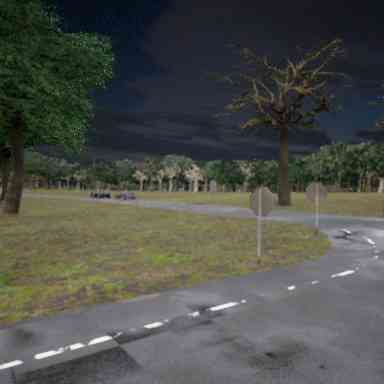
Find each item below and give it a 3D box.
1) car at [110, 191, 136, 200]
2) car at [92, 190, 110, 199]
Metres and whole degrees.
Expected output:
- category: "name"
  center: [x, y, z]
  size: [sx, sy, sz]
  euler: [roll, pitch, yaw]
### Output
- category: "car"
  center: [-10.653, 0.526, 52.858]
  size: [2.128, 1.511, 4.902]
  euler: [2, -1, -35]
- category: "car"
  center: [-16.651, 0.336, 61.171]
  size: [2.097, 1.767, 4.553]
  euler: [2, -1, -36]
